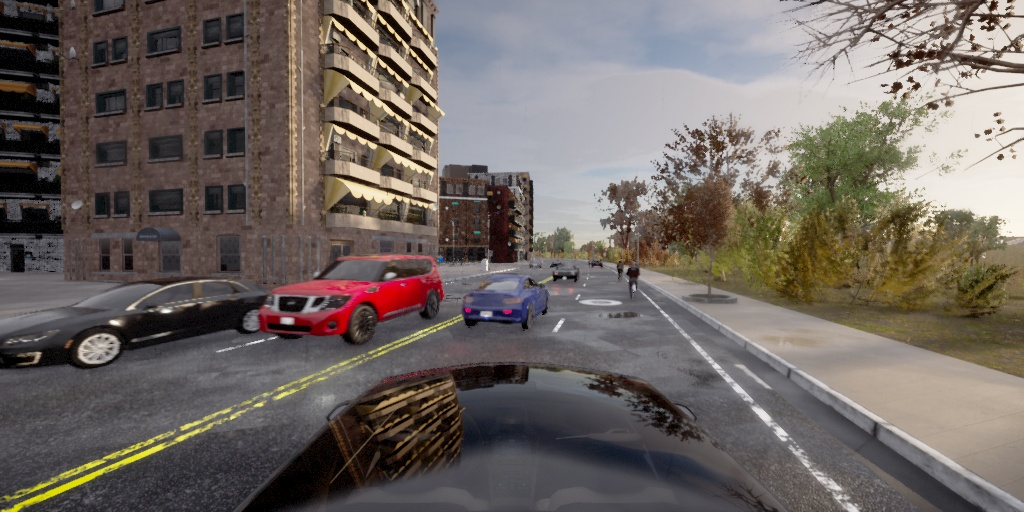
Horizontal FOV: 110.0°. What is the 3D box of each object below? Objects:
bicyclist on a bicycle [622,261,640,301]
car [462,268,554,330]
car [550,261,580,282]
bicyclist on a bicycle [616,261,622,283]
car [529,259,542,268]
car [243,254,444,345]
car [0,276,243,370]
[{"bbox_3d":[5.472,1.115,16.201,0.659,1.776,1.843,0,0,14],"label":"bicyclist on a bicycle"},{"bbox_3d":[-0.034,1.274,11.122,1.812,1.442,4.674,0,0,15],"label":"car"},{"bbox_3d":[4.484,1.344,29.109,1.895,1.301,4.718,0,0,13],"label":"car"},{"bbox_3d":[8.117,1.194,26.915,0.582,1.620,1.656,0,0,13],"label":"bicyclist on a bicycle"},{"bbox_3d":[3.824,1.233,57.297,2.128,1.511,4.902,0,0,8],"label":"car"},{"bbox_3d":[-3.879,0.970,9.999,2.150,2.045,5.566,0,0,15],"label":"car"},{"bbox_3d":[-7.793,1.254,8.014,1.837,1.490,4.892,0,0,15],"label":"car"}]
